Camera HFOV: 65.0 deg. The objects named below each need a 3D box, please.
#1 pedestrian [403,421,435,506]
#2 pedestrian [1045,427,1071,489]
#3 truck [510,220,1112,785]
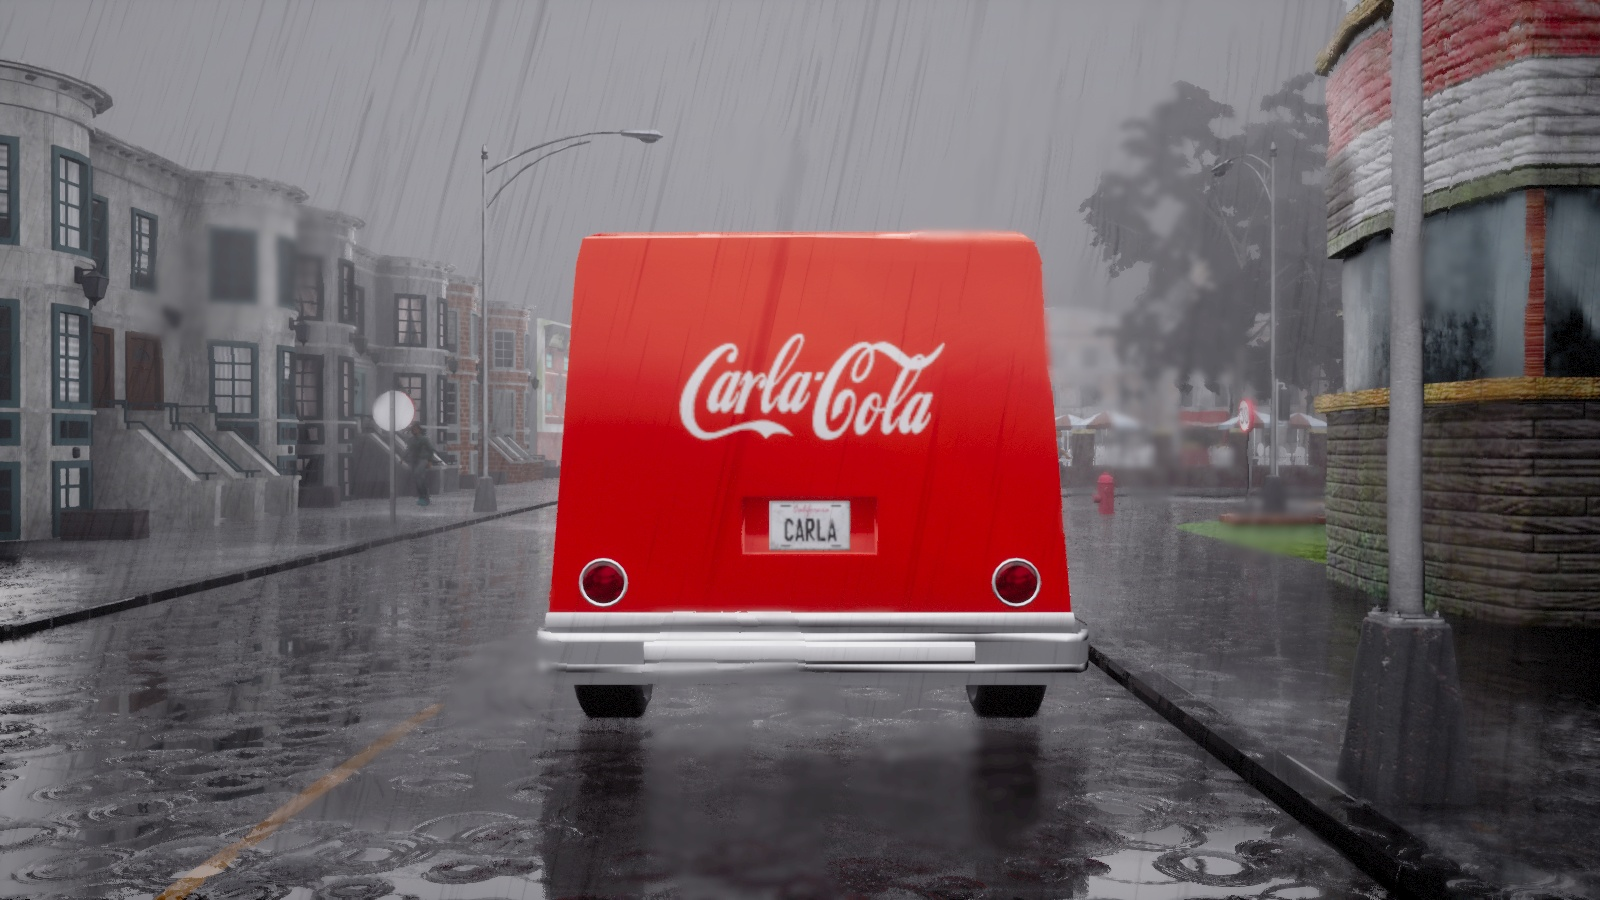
[{"bbox_3d":[-8.378,0.293,27.599,0.353,1.847,0.614,0,0,24],"label":"pedestrian"},{"bbox_3d":[7.754,0.249,37.750,0.694,1.848,0.540,0,0,2],"label":"pedestrian"},{"bbox_3d":[0.060,0.214,8.087,2.627,2.467,5.204,0,0,0],"label":"truck"}]
